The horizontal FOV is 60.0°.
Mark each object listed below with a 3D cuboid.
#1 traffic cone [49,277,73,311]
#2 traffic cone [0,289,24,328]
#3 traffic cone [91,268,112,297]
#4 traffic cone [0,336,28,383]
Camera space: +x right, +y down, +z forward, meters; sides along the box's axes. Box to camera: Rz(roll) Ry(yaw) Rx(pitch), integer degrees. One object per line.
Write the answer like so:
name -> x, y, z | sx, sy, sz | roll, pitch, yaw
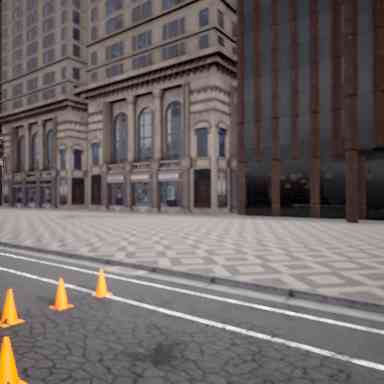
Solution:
traffic cone -> -2.631, 2.017, 6.690 | 0.340, 0.580, 0.340 | -1, 0, 36
traffic cone -> -3.215, 2.015, 5.878 | 0.340, 0.580, 0.340 | -1, 0, 36
traffic cone -> -2.048, 2.019, 7.503 | 0.340, 0.580, 0.340 | -1, 0, 36
traffic cone -> -2.173, 1.995, 3.899 | 0.340, 0.580, 0.340 | -1, 0, 36
